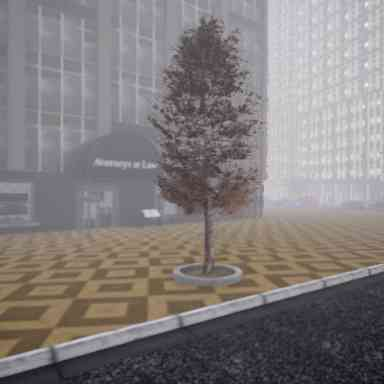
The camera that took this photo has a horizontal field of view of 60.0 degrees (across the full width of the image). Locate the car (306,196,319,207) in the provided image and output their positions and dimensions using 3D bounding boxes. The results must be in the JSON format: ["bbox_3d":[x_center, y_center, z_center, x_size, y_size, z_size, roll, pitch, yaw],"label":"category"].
[{"bbox_3d":[21.921,1.902,64.167,2.150,2.045,5.566,0,-2,-23],"label":"car"}]

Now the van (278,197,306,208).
[{"bbox_3d":[17.776,1.932,59.337,1.690,1.788,3.998,-1,-1,-23],"label":"van"}]

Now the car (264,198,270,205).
[{"bbox_3d":[16.612,2.232,76.605,1.837,1.490,4.892,0,-1,-23],"label":"car"}]

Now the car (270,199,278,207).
[{"bbox_3d":[18.154,2.203,65.318,2.128,1.511,4.902,0,-1,-23],"label":"car"}]

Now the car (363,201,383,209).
[{"bbox_3d":[29.902,1.992,52.275,1.947,1.339,4.313,-1,-1,-23],"label":"car"}]

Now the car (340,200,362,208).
[{"bbox_3d":[27.695,2.089,57.448,1.947,1.339,4.313,-1,-1,-23],"label":"car"}]
